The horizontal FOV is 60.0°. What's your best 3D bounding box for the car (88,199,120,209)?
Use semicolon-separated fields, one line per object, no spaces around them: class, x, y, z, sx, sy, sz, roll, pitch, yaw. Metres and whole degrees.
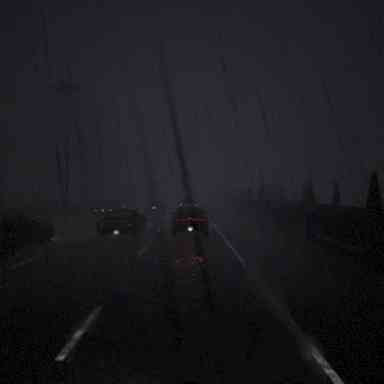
car;-7.268;1.542;29.490;2.033;1.411;5.357;0;0;-1

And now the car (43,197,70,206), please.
car;-18.170;1.472;45.768;1.882;1.535;5.008;0;0;-1

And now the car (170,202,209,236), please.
car;-0.116;1.499;18.253;1.837;1.490;4.892;0;0;-1

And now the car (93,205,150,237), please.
car;-3.610;1.597;17.903;1.895;1.301;4.718;0;0;-1

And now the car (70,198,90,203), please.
car;-14.670;1.557;45.557;1.994;1.385;4.181;0;0;-1

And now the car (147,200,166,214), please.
car;-3.850;1.555;35.507;1.994;1.385;4.181;0;0;-1

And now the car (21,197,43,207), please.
car;-21.668;1.489;45.892;2.128;1.511;4.902;0;0;-1

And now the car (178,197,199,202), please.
car;-0.337;1.342;34.645;2.097;1.767;4.553;0;0;-1

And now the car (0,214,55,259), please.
car;-7.039;1.547;12.515;2.033;1.411;5.357;0;0;-1
